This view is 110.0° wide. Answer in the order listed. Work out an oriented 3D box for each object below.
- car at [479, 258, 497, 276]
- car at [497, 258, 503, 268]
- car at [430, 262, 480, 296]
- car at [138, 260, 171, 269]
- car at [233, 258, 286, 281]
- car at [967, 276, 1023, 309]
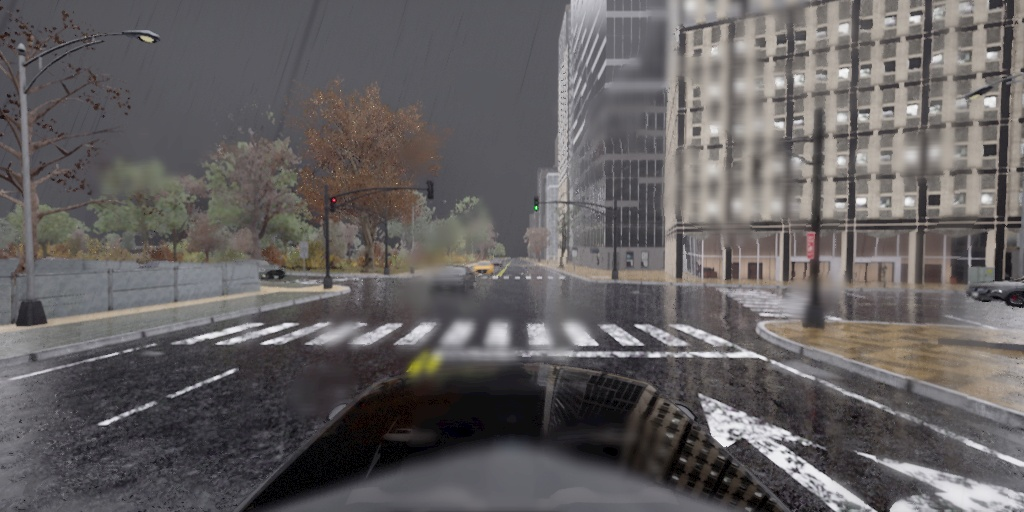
[{"bbox_3d":[-2.945,1.264,38.315,1.882,1.535,5.008,0,0,0],"label":"car"},{"bbox_3d":[-2.725,1.155,64.439,2.097,1.767,4.553,0,0,0],"label":"car"},{"bbox_3d":[-3.105,1.248,19.500,1.882,1.535,5.008,0,0,1],"label":"car"},{"bbox_3d":[-31.845,1.092,32.684,5.357,1.411,2.033,0,2,21],"label":"car"},{"bbox_3d":[-20.020,0.998,28.088,4.553,1.767,2.097,0,2,21],"label":"car"},{"bbox_3d":[22.767,1.449,15.107,4.674,1.442,1.812,0,2,21],"label":"car"}]
